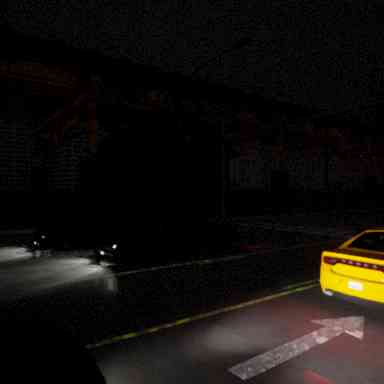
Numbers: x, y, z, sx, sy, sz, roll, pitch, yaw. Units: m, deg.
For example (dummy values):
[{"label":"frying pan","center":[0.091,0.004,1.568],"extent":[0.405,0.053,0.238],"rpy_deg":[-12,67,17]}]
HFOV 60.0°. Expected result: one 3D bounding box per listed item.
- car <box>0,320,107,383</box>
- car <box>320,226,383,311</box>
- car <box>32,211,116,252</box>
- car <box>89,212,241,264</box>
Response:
[{"label":"car","center":[-2.801,1.603,1.754],"extent":[4.718,1.301,1.895],"rpy_deg":[0,0,-35]},{"label":"car","center":[4.840,1.467,7.180],"extent":[5.008,1.535,1.882],"rpy_deg":[0,0,-35]},{"label":"car","center":[-3.768,1.541,14.153],"extent":[5.357,1.411,2.033],"rpy_deg":[0,0,-35]},{"label":"car","center":[-0.658,1.539,12.059],"extent":[5.357,1.411,2.033],"rpy_deg":[0,0,-35]}]
